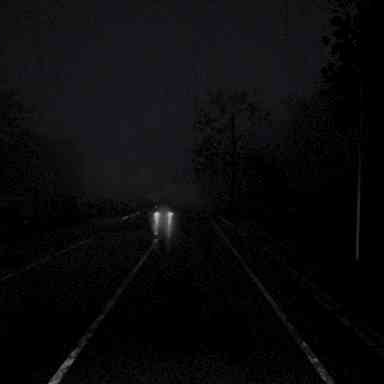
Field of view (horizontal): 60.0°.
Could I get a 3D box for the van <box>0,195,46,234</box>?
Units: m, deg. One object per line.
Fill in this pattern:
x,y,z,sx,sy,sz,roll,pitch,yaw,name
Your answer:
-10.202,1.235,16.947,4.442,1.987,1.878,0,0,0,van

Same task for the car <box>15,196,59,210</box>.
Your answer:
-23.357,1.621,50.339,5.566,2.045,2.435,0,-1,0,car

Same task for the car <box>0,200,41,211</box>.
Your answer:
-23.382,1.791,44.795,5.008,1.535,2.097,0,-1,0,car

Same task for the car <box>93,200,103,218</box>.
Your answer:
-10.317,1.588,28.031,4.674,1.452,2.002,0,-1,0,car

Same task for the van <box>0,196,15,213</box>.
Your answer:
-23.506,1.483,39.133,4.442,1.987,1.878,0,-1,0,van

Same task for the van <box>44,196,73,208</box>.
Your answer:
-23.498,1.767,58.648,4.442,1.987,1.878,0,-1,0,van

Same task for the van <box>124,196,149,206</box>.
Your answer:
-10.419,1.768,58.570,4.442,1.987,1.878,0,-1,0,van

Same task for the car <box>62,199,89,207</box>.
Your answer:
-23.408,2.153,66.951,4.792,1.488,2.163,0,-1,0,car

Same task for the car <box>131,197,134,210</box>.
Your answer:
-10.303,1.752,41.911,4.892,1.521,2.231,0,-1,0,car

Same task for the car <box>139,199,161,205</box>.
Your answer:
-10.478,2.488,83.537,5.366,1.575,1.946,0,-1,0,car

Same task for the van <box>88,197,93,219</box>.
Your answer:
-10.199,1.282,25.259,4.442,1.987,1.878,0,-1,0,van

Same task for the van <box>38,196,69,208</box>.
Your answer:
-23.266,1.727,55.878,4.442,1.987,1.878,0,-1,0,van

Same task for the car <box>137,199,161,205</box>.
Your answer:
-10.109,2.359,77.986,5.366,1.575,1.946,0,-1,0,car

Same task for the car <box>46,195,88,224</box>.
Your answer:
-10.345,1.216,22.484,5.566,2.045,2.435,0,-1,0,car

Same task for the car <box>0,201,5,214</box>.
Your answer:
-23.389,1.710,36.485,4.674,1.452,2.002,0,-1,0,car

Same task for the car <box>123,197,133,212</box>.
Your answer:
-10.125,1.707,39.136,5.366,1.575,1.946,0,-1,0,car

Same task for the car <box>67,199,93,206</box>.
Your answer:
-23.406,2.203,69.590,4.792,1.488,2.163,0,-1,0,car

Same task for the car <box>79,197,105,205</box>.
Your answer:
-23.403,2.110,78.029,5.566,2.045,2.435,0,-1,0,car

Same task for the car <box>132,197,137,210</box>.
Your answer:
-10.314,1.792,44.687,4.892,1.521,2.231,0,-1,0,car

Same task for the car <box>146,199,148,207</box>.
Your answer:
-10.274,1.983,55.790,4.792,1.488,2.163,0,-1,0,car

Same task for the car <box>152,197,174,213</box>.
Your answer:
-3.368,1.738,40.776,1.837,1.490,4.892,0,-1,0,car

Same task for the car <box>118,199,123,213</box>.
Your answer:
-10.280,1.544,36.361,4.553,1.767,2.185,0,-1,0,car

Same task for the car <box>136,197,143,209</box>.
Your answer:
-10.121,1.829,47.463,5.366,1.575,1.946,0,-1,0,car

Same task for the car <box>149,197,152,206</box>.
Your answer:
-10.330,2.064,61.343,4.792,1.488,2.163,0,-1,0,car

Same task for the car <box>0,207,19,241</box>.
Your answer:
-10.323,1.505,14.171,4.674,1.452,2.002,0,0,0,car

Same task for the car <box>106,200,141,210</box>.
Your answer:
-10.276,1.902,50.239,4.792,1.488,2.163,0,-1,0,car

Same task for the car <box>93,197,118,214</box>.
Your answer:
-10.281,1.504,33.586,4.553,1.767,2.185,0,-1,0,car

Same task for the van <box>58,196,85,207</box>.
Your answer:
-23.271,1.851,64.203,4.442,1.987,1.878,0,-1,0,van

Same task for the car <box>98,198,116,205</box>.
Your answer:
-23.400,2.555,91.747,4.553,1.767,2.185,0,-1,0,car

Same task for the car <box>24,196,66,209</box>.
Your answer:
-23.356,1.661,53.109,5.566,2.045,2.435,0,-1,0,car

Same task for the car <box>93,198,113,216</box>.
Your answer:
-10.308,1.589,30.808,5.008,1.535,2.097,0,-1,0,car

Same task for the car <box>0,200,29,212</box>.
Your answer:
-23.391,1.789,41.900,4.674,1.452,2.002,0,-1,0,car

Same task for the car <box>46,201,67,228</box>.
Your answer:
-10.347,1.486,19.730,4.792,1.488,2.163,0,0,0,car

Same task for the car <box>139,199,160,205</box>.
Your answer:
-10.300,2.428,80.761,4.892,1.521,2.231,0,-1,0,car

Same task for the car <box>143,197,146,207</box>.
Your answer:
-10.275,1.942,53.015,4.792,1.488,2.163,0,-1,0,car

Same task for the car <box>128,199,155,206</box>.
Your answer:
-10.483,2.174,69.662,5.366,1.575,1.946,0,-1,0,car

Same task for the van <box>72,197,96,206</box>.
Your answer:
-23.493,2.006,72.366,4.442,1.987,1.878,0,-1,0,van
